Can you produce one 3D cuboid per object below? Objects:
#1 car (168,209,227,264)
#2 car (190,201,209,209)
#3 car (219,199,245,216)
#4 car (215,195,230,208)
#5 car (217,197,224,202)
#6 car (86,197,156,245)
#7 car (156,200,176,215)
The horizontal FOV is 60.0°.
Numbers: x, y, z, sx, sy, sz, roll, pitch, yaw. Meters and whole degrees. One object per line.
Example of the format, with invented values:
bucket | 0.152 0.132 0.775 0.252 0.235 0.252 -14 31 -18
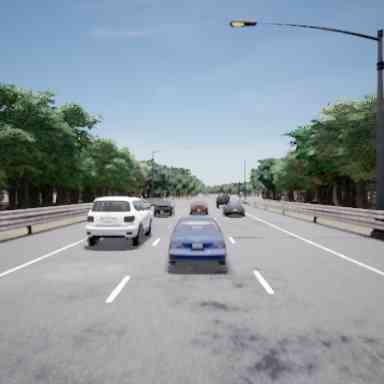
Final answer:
car | 0.191 1.571 11.902 2.033 1.411 5.357 0 0 1
car | 0.773 1.645 35.276 1.812 1.442 4.674 0 0 2
car | 4.145 1.679 33.524 1.994 1.385 4.181 0 0 2
car | 5.012 1.474 53.688 2.150 2.045 5.566 0 0 3
car | 7.980 2.058 93.203 1.837 1.490 4.892 0 0 5
car | -3.250 1.254 15.801 2.150 2.045 5.566 0 0 1
car | -2.771 1.615 34.067 1.837 1.490 4.892 0 0 2
